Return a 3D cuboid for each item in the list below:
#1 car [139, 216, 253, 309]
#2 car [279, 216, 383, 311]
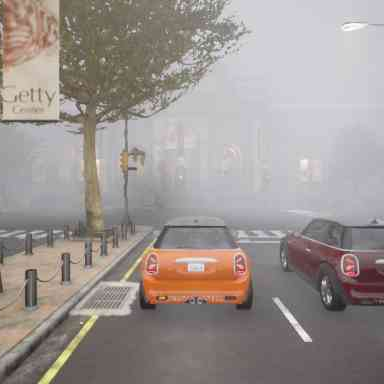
[{"bbox_3d":[0.084,1.352,8.003,2.097,1.767,4.553,0,0,0],"label":"car"},{"bbox_3d":[3.584,1.352,7.907,2.097,1.767,4.553,0,0,0],"label":"car"}]
